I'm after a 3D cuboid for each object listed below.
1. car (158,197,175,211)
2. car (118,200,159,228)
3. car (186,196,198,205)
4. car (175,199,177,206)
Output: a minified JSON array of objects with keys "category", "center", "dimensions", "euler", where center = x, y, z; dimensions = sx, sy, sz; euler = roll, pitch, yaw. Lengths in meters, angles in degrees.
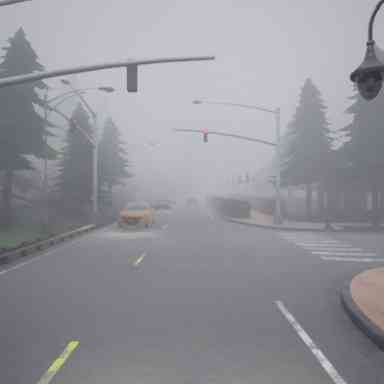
[{"category":"car","center":[-3.598,1.526,41.435],"dimensions":[2.033,1.411,5.357],"euler":[0,0,0]},{"category":"car","center":[-3.601,1.466,22.177],"dimensions":[1.882,1.535,5.008],"euler":[0,0,0]},{"category":"car","center":[-0.005,1.449,56.298],"dimensions":[1.882,1.535,5.008],"euler":[0,0,0]},{"category":"car","center":[-3.582,1.498,55.989],"dimensions":[1.812,1.442,4.674],"euler":[0,1,0]}]
